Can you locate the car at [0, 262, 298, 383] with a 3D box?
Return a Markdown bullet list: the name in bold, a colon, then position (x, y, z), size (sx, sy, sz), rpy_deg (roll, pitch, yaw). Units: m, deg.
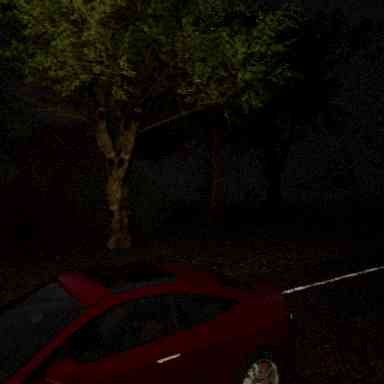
- **car**: position (-0.902, 1.525, 3.262), size (4.674, 1.442, 1.812), rpy_deg (0, 0, -35)
